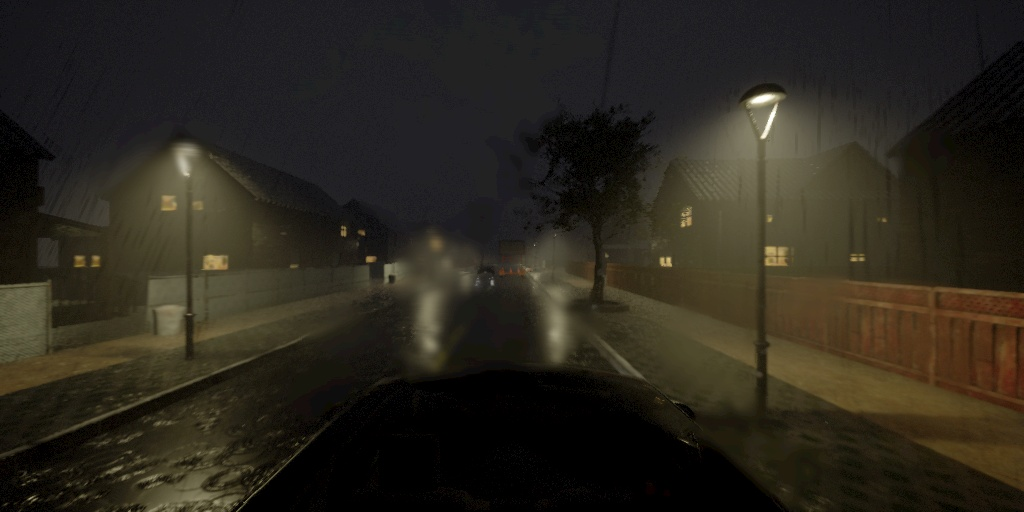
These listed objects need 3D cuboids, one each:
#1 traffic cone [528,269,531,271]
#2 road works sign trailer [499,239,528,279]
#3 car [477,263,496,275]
[{"bbox_3d":[1.990,1.503,46.017,0.340,0.580,0.340,0,0,-7],"label":"traffic cone"},{"bbox_3d":[0.000,0.273,33.012,2.380,3.560,2.880,0,0,0],"label":"road works sign trailer"},{"bbox_3d":[-2.840,1.443,40.599,1.895,1.301,4.718,0,0,0],"label":"car"}]
